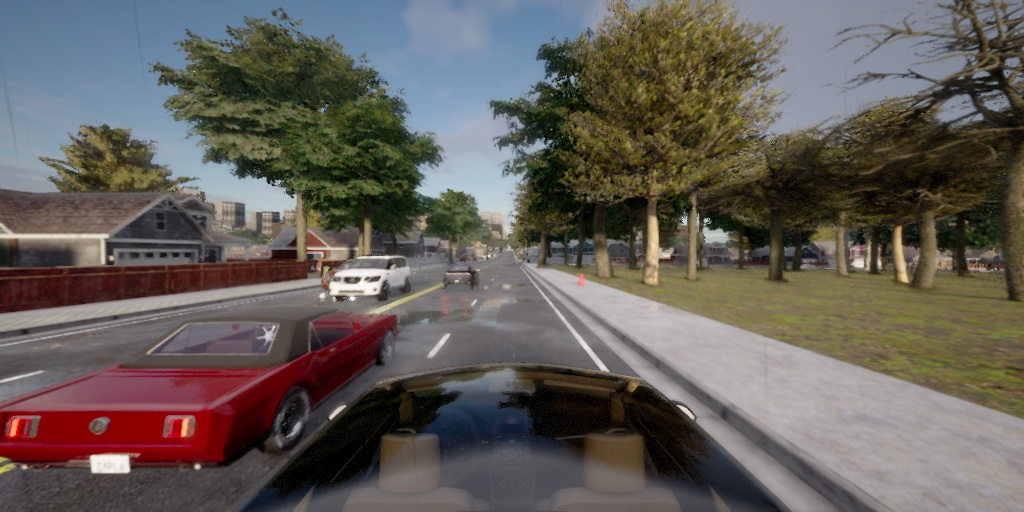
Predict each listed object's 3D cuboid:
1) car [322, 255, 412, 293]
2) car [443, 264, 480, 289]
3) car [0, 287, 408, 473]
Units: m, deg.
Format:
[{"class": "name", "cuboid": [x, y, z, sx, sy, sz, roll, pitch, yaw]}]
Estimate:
[{"class": "car", "cuboid": [-6.565, 0.976, 17.433, 2.150, 2.045, 5.566, 0, 0, 0]}, {"class": "car", "cuboid": [-3.150, 1.245, 22.949, 2.128, 1.511, 4.902, 0, 0, 0]}, {"class": "car", "cuboid": [-3.151, 1.351, 5.041, 1.895, 1.301, 4.718, 0, 0, 0]}]
